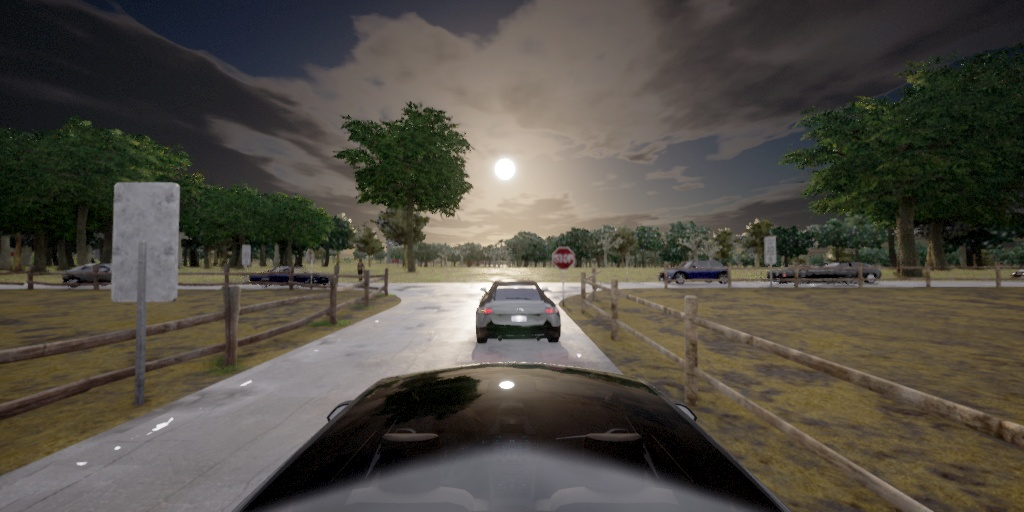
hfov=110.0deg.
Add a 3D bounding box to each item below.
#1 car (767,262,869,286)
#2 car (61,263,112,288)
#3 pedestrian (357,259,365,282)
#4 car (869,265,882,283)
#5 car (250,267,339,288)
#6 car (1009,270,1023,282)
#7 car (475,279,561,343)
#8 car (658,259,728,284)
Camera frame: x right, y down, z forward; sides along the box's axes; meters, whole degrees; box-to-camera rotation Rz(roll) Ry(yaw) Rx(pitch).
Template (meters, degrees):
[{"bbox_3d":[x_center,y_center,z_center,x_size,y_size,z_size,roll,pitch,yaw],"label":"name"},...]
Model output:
[{"bbox_3d":[19.223,1.220,22.829,4.718,1.301,1.895,0,-1,1],"label":"car"},{"bbox_3d":[-25.325,1.223,22.754,4.902,1.511,2.128,0,-1,0],"label":"car"},{"bbox_3d":[-12.135,1.141,28.741,0.375,1.860,0.375,0,-1,0],"label":"pedestrian"},{"bbox_3d":[23.208,1.171,25.506,4.892,1.490,1.837,0,-1,2],"label":"car"},{"bbox_3d":[-13.627,1.333,22.644,4.718,1.301,1.895,0,-1,2],"label":"car"},{"bbox_3d":[37.596,1.115,24.042,5.357,1.411,2.033,0,-1,11],"label":"car"},{"bbox_3d":[0.081,1.313,9.675,1.994,1.385,4.181,0,0,-2],"label":"car"},{"bbox_3d":[12.941,1.070,25.632,4.553,1.767,2.097,0,-1,-1],"label":"car"}]
